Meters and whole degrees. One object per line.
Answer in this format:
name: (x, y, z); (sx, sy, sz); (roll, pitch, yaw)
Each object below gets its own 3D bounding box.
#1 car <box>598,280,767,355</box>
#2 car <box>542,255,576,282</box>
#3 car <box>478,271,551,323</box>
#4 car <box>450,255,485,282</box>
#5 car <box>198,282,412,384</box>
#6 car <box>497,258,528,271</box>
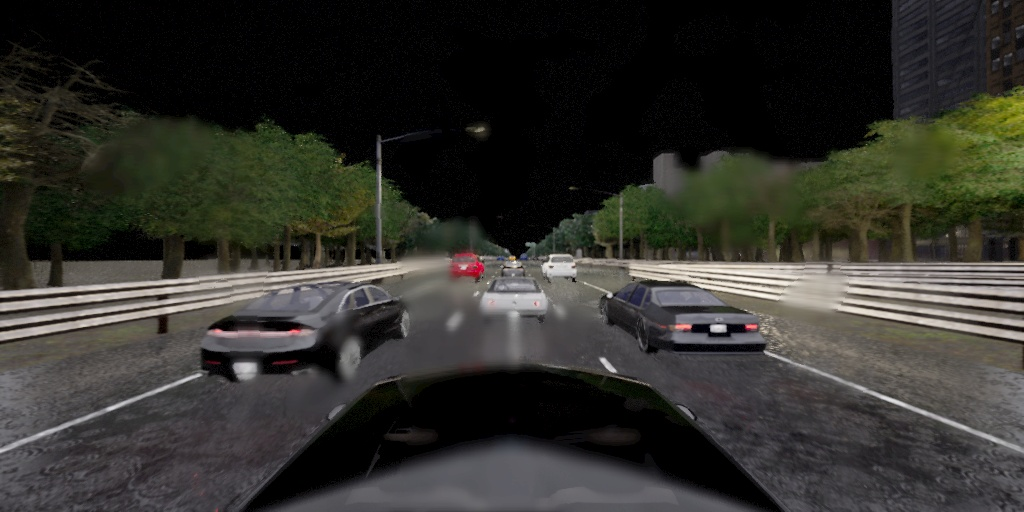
car: (3.585, 1.299, 8.727); (2.033, 1.411, 5.357); (0, 0, 0)
car: (3.598, 0.917, 28.044); (2.150, 2.045, 5.566); (0, 0, 0)
car: (0.092, 1.348, 12.134); (1.895, 1.301, 4.718); (0, 0, 0)
car: (-3.402, 0.917, 28.005); (2.150, 2.045, 5.566); (0, 0, 0)
car: (-3.426, 1.244, 7.064); (2.128, 1.511, 4.902); (0, 0, 0)
car: (0.096, 1.182, 28.921); (2.128, 1.511, 4.902); (0, 0, 0)
